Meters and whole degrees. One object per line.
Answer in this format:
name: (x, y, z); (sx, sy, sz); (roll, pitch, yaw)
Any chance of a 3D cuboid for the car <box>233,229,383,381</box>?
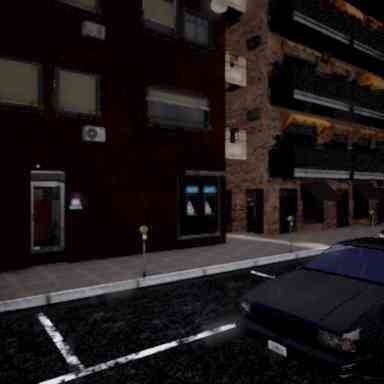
car: (3.219, 1.541, 5.676); (5.357, 1.411, 2.033); (0, 0, -36)
